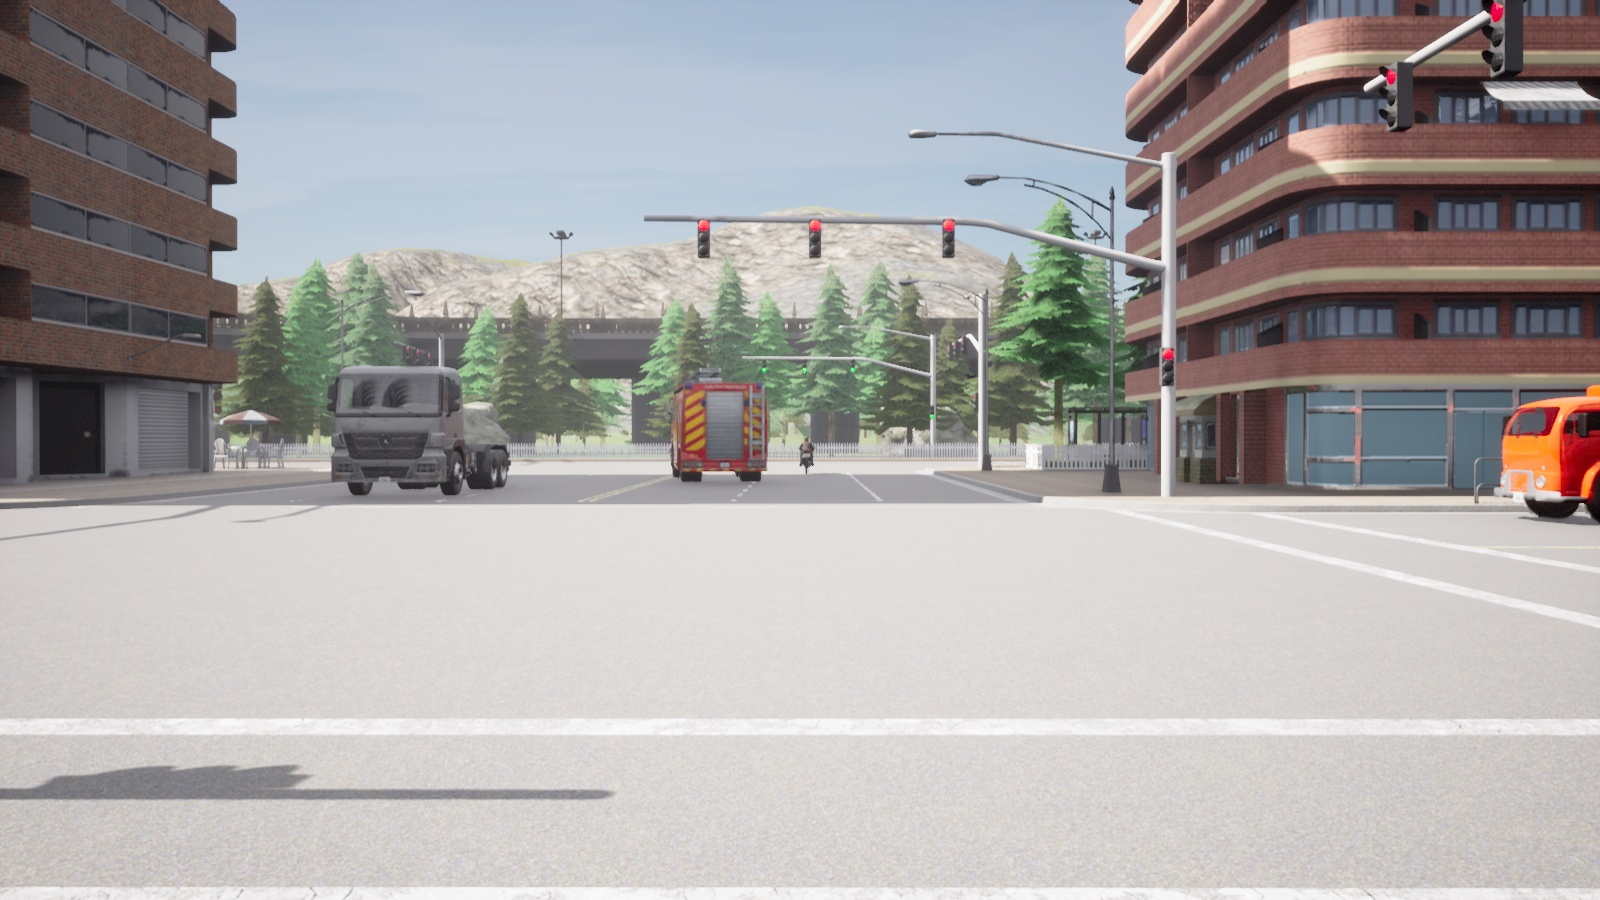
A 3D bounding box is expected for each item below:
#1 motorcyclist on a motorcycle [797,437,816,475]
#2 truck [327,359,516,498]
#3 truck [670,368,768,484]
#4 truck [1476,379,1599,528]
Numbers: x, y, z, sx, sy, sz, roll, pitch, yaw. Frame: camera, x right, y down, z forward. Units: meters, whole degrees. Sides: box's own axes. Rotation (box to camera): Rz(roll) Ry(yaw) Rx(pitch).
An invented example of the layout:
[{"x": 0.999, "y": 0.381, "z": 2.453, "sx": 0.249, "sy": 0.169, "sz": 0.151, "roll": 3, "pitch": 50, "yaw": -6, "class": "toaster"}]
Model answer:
[{"x": 0.275, "y": 0.252, "z": 52.040, "sx": 0.797, "sy": 1.523, "sz": 2.044, "roll": 0, "pitch": 0, "yaw": 1, "class": "motorcyclist on a motorcycle"}, {"x": -10.310, "y": -0.565, "z": 35.203, "sx": 2.891, "sy": 3.462, "sz": 7.936, "roll": 0, "pitch": 1, "yaw": 0, "class": "truck"}, {"x": -3.118, "y": -0.838, "z": 45.727, "sx": 2.891, "sy": 3.827, "sz": 8.468, "roll": 0, "pitch": 1, "yaw": -8, "class": "truck"}, {"x": 15.289, "y": 0.078, "z": 22.215, "sx": 5.204, "sy": 2.467, "sz": 2.627, "roll": 1, "pitch": 1, "yaw": 0, "class": "truck"}]
